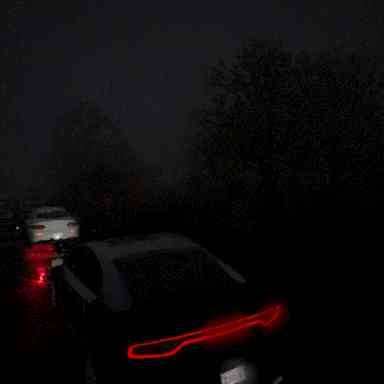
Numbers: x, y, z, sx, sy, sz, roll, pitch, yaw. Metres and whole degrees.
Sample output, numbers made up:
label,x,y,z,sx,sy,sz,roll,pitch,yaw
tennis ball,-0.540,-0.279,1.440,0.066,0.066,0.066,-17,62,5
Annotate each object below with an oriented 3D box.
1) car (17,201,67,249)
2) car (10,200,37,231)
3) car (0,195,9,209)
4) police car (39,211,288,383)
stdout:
label,x,y,z,sx,sy,sz,roll,pitch,yaw
car,-5.889,1.316,13.622,1.812,1.442,4.674,-3,2,-30
car,-8.982,1.248,18.797,1.837,1.490,4.892,-3,2,-31
car,-22.097,1.104,37.783,1.882,1.535,5.008,-3,2,-34
police car,-0.934,1.300,5.007,1.930,1.638,5.238,-3,2,-29
